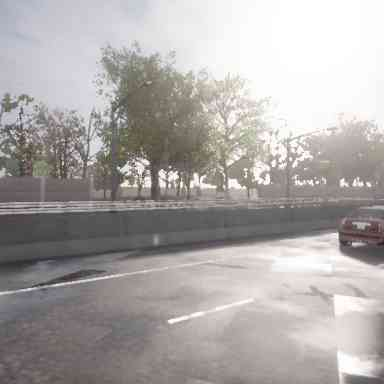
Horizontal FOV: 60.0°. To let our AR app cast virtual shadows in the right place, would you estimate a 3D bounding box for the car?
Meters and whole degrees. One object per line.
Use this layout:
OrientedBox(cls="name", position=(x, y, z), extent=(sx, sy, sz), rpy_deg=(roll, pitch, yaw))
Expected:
OrientedBox(cls="car", position=(8.245, 1.366, 14.050), extent=(4.553, 1.767, 2.097), rpy_deg=(0, 0, -35))
